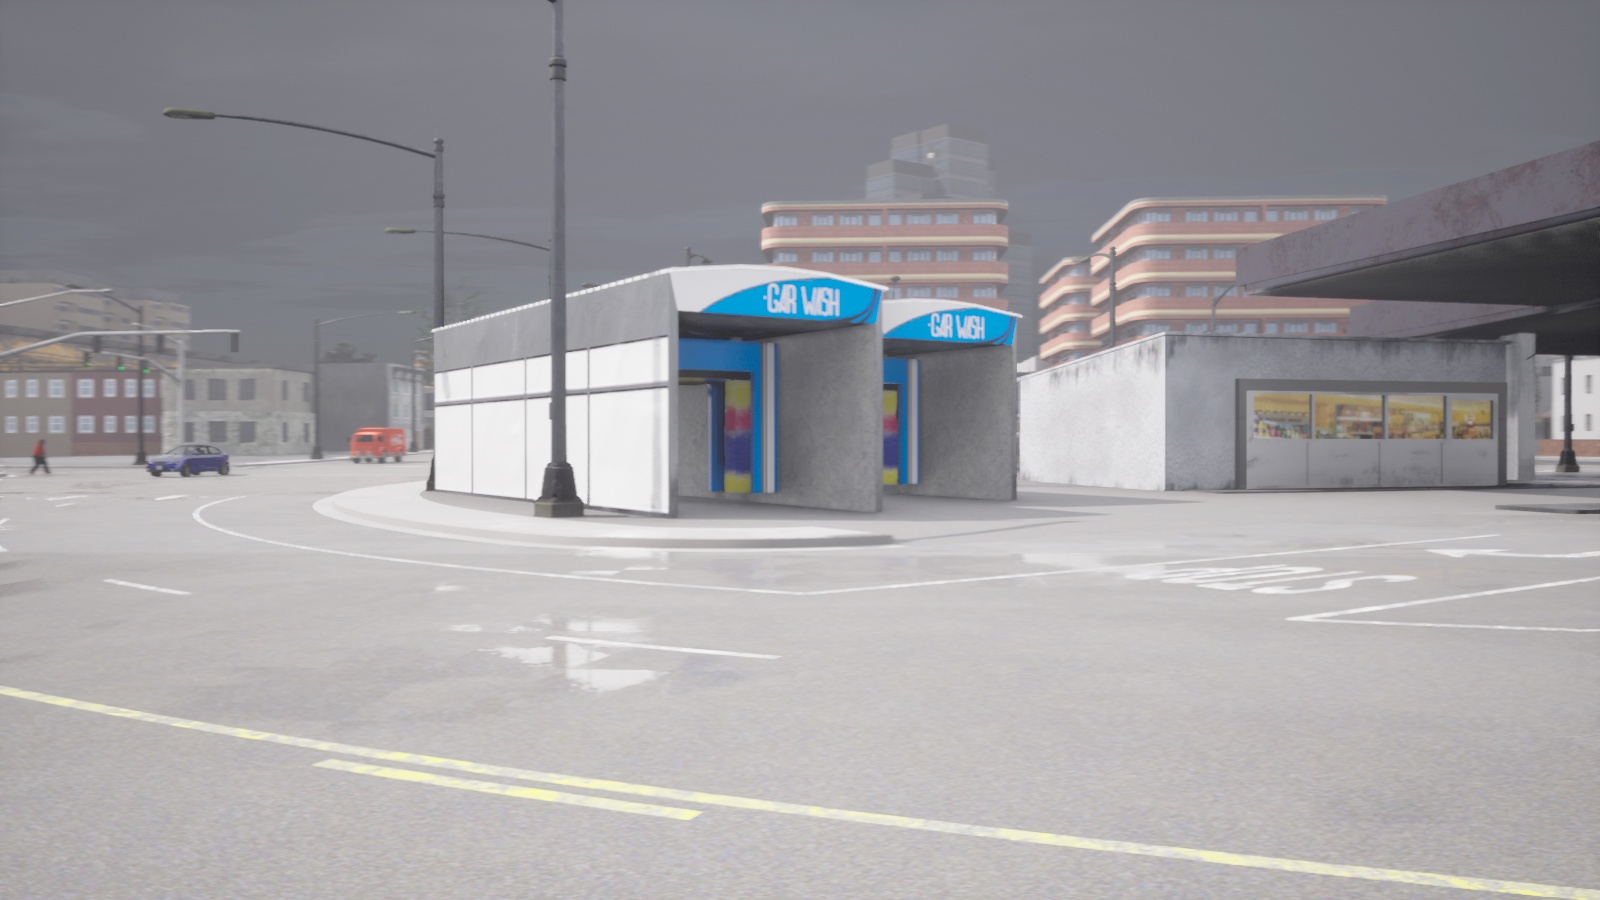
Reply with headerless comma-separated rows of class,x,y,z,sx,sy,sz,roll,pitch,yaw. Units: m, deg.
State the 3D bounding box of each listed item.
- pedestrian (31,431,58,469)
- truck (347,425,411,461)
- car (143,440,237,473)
pedestrian,-36.595,-0.016,60.844,0.899,1.844,0.634,0,0,-2
truck,-29.773,-0.548,89.028,2.627,2.467,5.204,0,1,3
car,-28.384,0.289,58.586,1.816,1.474,4.193,0,1,10
